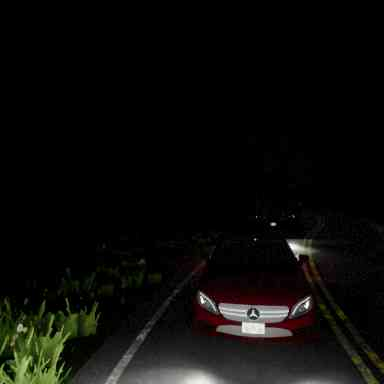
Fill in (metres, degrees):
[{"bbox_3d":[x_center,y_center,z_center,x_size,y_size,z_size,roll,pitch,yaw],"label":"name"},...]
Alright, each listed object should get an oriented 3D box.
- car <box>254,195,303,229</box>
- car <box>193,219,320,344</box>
[{"bbox_3d":[4.999,1.214,18.842,2.150,2.045,5.566,-2,-1,22],"label":"car"},{"bbox_3d":[1.229,1.534,6.669,1.812,1.442,4.674,-1,0,11],"label":"car"}]
